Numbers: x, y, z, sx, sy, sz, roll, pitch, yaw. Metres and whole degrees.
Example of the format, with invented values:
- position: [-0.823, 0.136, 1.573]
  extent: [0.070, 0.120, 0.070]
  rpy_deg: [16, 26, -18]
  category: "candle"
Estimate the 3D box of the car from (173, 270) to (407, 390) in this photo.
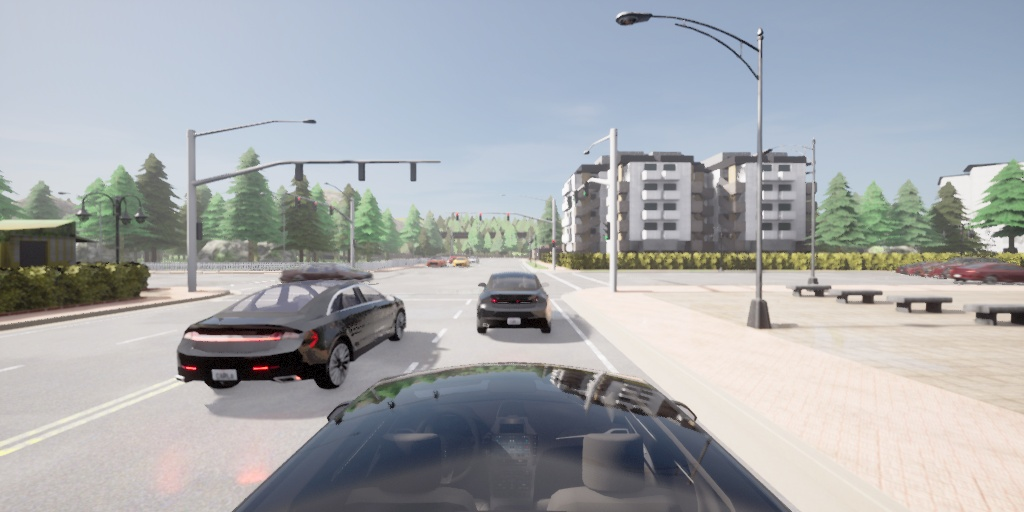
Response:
- position: [-3.459, 1.206, 6.756]
  extent: [2.128, 1.511, 4.902]
  rpy_deg: [0, 0, 0]
  category: "car"

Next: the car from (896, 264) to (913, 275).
- position: [37.077, 1.106, 31.745]
  extent: [4.181, 1.385, 1.994]
  rpy_deg: [0, 0, 18]
  category: "car"

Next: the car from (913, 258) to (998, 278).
- position: [35.850, 0.917, 28.488]
  extent: [4.553, 1.767, 2.097]
  rpy_deg: [0, 1, 19]
  category: "car"

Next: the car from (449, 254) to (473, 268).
- position: [-7.246, 0.880, 51.391]
  extent: [1.882, 1.535, 5.008]
  rpy_deg: [0, 1, 0]
  category: "car"

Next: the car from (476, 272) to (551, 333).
- position: [0.049, 1.194, 10.420]
  extent: [1.837, 1.490, 4.892]
  rpy_deg: [0, 0, 0]
  category: "car"

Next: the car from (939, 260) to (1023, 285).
- position: [31.745, 1.180, 23.432]
  extent: [4.674, 1.442, 1.812]
  rpy_deg: [1, 1, 7]
  category: "car"

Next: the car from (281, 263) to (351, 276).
- position: [-11.703, 1.184, 22.787]
  extent: [5.357, 1.411, 2.033]
  rpy_deg: [0, 0, -2]
  category: "car"

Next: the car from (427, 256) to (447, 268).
- position: [-10.746, 0.754, 51.314]
  extent: [2.097, 1.767, 4.553]
  rpy_deg: [0, 0, 0]
  category: "car"
